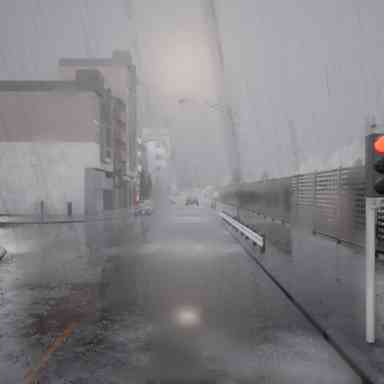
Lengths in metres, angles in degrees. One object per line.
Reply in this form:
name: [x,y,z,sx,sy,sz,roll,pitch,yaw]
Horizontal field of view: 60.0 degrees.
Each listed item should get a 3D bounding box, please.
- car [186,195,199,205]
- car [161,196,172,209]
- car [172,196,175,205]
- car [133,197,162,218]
car: [0.074,1.352,57.546,2.097,1.767,4.553,0,0,0]
car: [-4.116,1.503,44.773,1.837,1.490,4.892,0,0,0]
car: [-4.100,1.477,60.382,1.882,1.535,5.008,0,0,0]
car: [-4.109,1.505,30.354,1.837,1.490,4.892,0,0,0]
